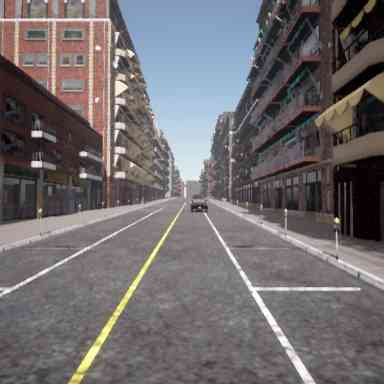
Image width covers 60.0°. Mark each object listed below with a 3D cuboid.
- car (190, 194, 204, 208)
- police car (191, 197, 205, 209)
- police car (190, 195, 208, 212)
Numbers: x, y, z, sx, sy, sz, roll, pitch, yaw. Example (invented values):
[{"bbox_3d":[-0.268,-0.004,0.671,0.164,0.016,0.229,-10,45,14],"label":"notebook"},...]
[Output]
[{"bbox_3d":[0.822,1.425,54.574,2.150,2.045,5.566,0,0,0],"label":"car"},{"bbox_3d":[0.824,1.526,48.649,1.930,1.638,5.238,0,0,0],"label":"police car"},{"bbox_3d":[0.825,1.489,38.645,1.930,1.638,5.238,0,0,0],"label":"police car"}]
